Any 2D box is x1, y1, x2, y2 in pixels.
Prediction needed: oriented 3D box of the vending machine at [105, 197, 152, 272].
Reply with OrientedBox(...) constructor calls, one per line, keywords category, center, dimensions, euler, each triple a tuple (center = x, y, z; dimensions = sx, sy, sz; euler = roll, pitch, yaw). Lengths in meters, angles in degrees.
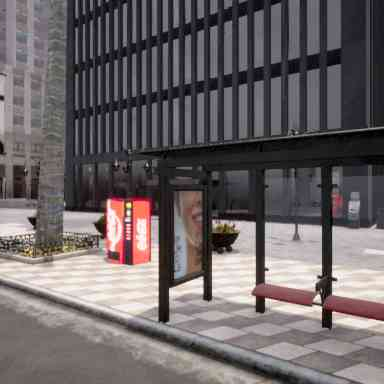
OrientedBox(category="vending machine", center=(-1.909, 1.195, 10.028), dimensions=(0.880, 2.100, 1.100), euler=(0, 0, 36))
